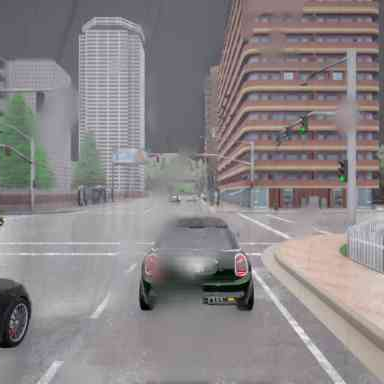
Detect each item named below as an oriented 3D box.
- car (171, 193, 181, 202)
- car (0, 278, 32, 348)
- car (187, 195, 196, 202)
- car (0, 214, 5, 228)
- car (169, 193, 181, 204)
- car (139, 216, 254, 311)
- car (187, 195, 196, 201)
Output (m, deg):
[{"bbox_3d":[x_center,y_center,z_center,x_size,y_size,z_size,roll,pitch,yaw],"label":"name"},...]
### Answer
[{"bbox_3d":[-3.643,1.219,76.086,2.150,2.045,5.566,0,0,0],"label":"car"},{"bbox_3d":[-3.431,1.526,3.317,1.812,1.442,4.674,0,0,0],"label":"car"},{"bbox_3d":[-0.144,1.518,76.344,1.812,1.442,4.674,0,0,0],"label":"car"},{"bbox_3d":[-13.175,1.451,18.618,5.008,1.535,1.882,0,0,-1],"label":"car"},{"bbox_3d":[-3.525,1.491,66.085,2.128,1.511,4.902,0,0,0],"label":"car"},{"bbox_3d":[0.098,1.352,7.936,2.097,1.767,4.553,0,0,1],"label":"car"},{"bbox_3d":[-0.161,1.506,85.343,2.128,1.511,4.902,0,0,0],"label":"car"}]
